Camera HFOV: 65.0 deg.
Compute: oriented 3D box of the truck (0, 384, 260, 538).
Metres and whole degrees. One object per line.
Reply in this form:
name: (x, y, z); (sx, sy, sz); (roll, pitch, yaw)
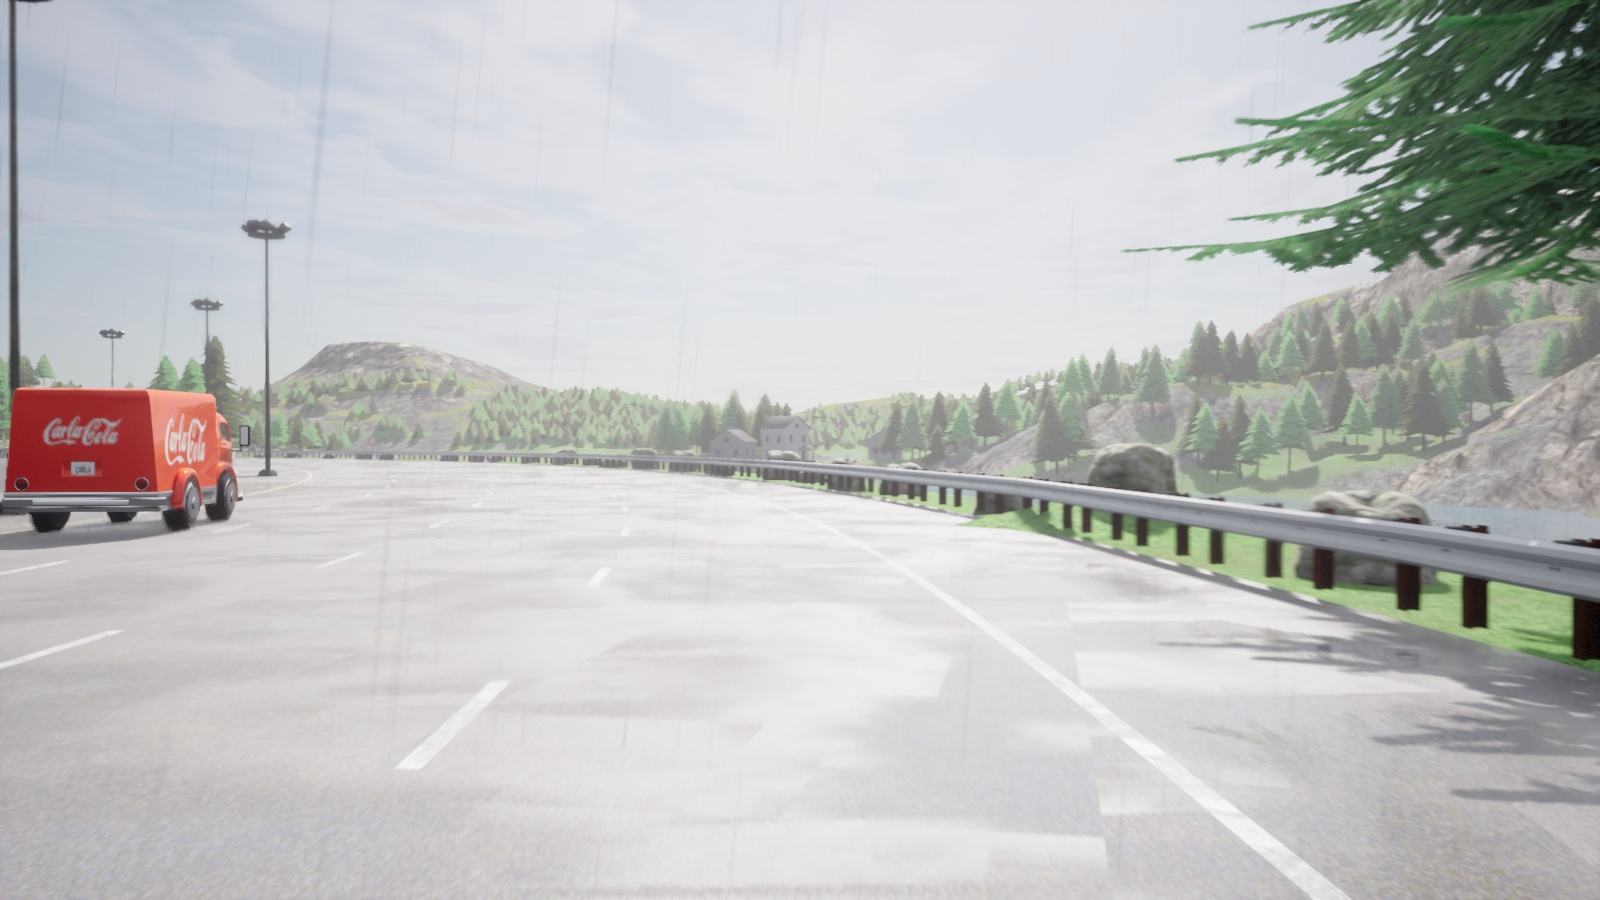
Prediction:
truck: (-11.977, 0.152, 22.870); (2.627, 2.467, 5.204); (0, 1, -8)
